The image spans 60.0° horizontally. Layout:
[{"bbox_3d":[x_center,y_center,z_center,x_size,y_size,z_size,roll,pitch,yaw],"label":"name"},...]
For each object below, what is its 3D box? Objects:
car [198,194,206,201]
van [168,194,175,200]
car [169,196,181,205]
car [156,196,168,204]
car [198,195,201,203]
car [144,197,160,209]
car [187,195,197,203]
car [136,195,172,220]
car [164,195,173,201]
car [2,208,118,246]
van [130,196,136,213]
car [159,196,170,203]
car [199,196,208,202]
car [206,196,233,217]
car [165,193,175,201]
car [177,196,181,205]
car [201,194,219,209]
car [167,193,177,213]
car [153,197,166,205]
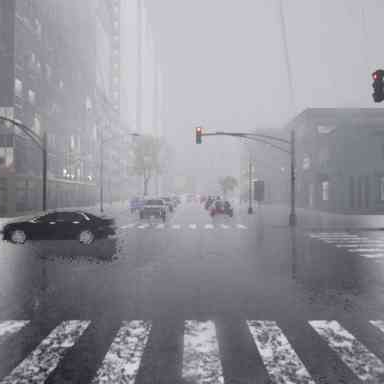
[{"bbox_3d":[2.630,1.446,87.750,1.967,1.590,4.097,1,0,0],"label":"car"},{"bbox_3d":[-5.753,1.347,93.379,1.690,1.788,3.998,1,0,0],"label":"van"},{"bbox_3d":[-3.077,1.483,61.248,1.882,1.535,5.008,0,0,0],"label":"car"},{"bbox_3d":[-5.733,1.572,65.009,1.947,1.339,4.313,1,0,0],"label":"car"},{"bbox_3d":[2.652,1.321,65.055,2.192,1.841,5.009,1,0,0],"label":"car"},{"bbox_3d":[-5.717,1.530,47.817,1.752,1.417,4.829,1,0,0],"label":"car"},{"bbox_3d":[0.041,1.358,69.588,2.097,1.767,4.553,0,0,0],"label":"car"},{"bbox_3d":[-3.124,1.356,28.127,2.097,1.767,4.553,0,0,0],"label":"car"},{"bbox_3d":[-5.747,1.557,82.031,2.008,1.369,4.403,1,0,0],"label":"car"},{"bbox_3d":[-5.796,1.508,14.831,4.892,1.490,1.837,0,0,1],"label":"car"},{"bbox_3d":[-5.704,1.346,36.639,1.690,1.788,3.998,1,0,0],"label":"van"},{"bbox_3d":[-5.737,1.572,70.683,1.947,1.339,4.313,1,0,0],"label":"car"},{"bbox_3d":[2.638,1.572,76.403,1.947,1.339,4.313,1,0,0],"label":"car"},{"bbox_3d":[2.679,1.444,31.011,1.967,1.590,4.097,1,0,0],"label":"car"},{"bbox_3d":[-5.747,1.321,87.705,2.192,1.841,5.009,1,0,0],"label":"car"},{"bbox_3d":[-3.131,1.496,48.074,2.128,1.511,4.902,0,0,0],"label":"car"},{"bbox_3d":[2.671,1.320,42.359,2.192,1.841,5.009,1,0,0],"label":"car"},{"bbox_3d":[-3.130,1.357,37.733,2.097,1.767,4.553,0,0,0],"label":"car"},{"bbox_3d":[-5.728,1.587,59.335,1.802,1.307,4.206,1,0,0],"label":"car"}]
